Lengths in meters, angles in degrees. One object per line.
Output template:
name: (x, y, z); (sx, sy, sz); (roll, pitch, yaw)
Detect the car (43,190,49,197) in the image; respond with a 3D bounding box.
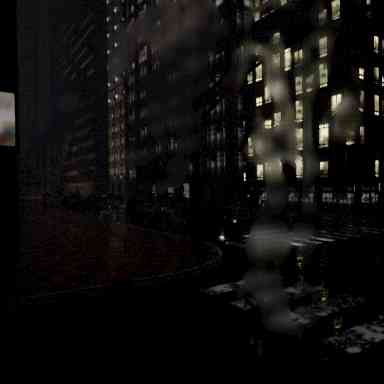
car: (-35.745, 0.688, 84.600); (2.008, 1.369, 4.403); (-1, 1, -35)

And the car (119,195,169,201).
car: (-4.212, 1.315, 28.671); (1.837, 1.490, 4.892); (-1, 1, -35)

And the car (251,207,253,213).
car: (3.037, 1.278, 28.305); (1.752, 1.417, 4.829); (-1, 1, -35)

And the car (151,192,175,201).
car: (-3.717, 0.963, 38.160); (2.192, 1.841, 5.009); (-1, 1, -35)

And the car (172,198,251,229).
car: (1.059, 1.382, 21.017); (2.128, 1.511, 4.902); (-1, 1, -34)

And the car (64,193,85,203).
car: (-20.519, 1.008, 57.961); (2.033, 1.411, 5.357); (-1, 1, -35)

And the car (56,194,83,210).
car: (-13.794, 1.289, 38.016); (2.008, 1.369, 4.403); (-1, 1, -35)

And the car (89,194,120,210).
car: (-10.063, 1.246, 37.171); (1.812, 1.442, 4.674); (-1, 1, -35)

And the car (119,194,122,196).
car: (-12.037, 1.009, 51.015); (1.837, 1.490, 4.892); (-1, 1, -35)

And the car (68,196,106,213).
car: (-10.590, 1.354, 33.372); (1.947, 1.339, 4.313); (-1, 1, -35)

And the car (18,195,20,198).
car: (-42.627, 0.717, 79.819); (1.967, 1.590, 4.097); (-1, 1, -35)

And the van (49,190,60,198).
van: (-32.542, 0.531, 79.954); (1.690, 1.788, 3.998); (-1, 1, -35)

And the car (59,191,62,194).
car: (-26.136, 0.733, 70.668); (1.967, 1.590, 4.097); (-1, 1, -35)

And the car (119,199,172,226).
car: (-2.957, 1.455, 22.353); (2.008, 1.369, 4.403); (-1, 1, -35)

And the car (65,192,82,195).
car: (-15.941, 1.132, 45.763); (1.837, 1.490, 4.892); (-1, 1, -34)

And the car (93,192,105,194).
car: (-14.424, 1.062, 49.113); (1.837, 1.490, 4.892); (-1, 1, -34)

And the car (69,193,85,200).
car: (-22.933, 0.889, 66.025); (1.887, 1.381, 4.507); (-1, 1, -35)

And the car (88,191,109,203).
car: (-16.022, 0.795, 56.731); (2.097, 1.767, 4.553); (-1, 1, -35)
